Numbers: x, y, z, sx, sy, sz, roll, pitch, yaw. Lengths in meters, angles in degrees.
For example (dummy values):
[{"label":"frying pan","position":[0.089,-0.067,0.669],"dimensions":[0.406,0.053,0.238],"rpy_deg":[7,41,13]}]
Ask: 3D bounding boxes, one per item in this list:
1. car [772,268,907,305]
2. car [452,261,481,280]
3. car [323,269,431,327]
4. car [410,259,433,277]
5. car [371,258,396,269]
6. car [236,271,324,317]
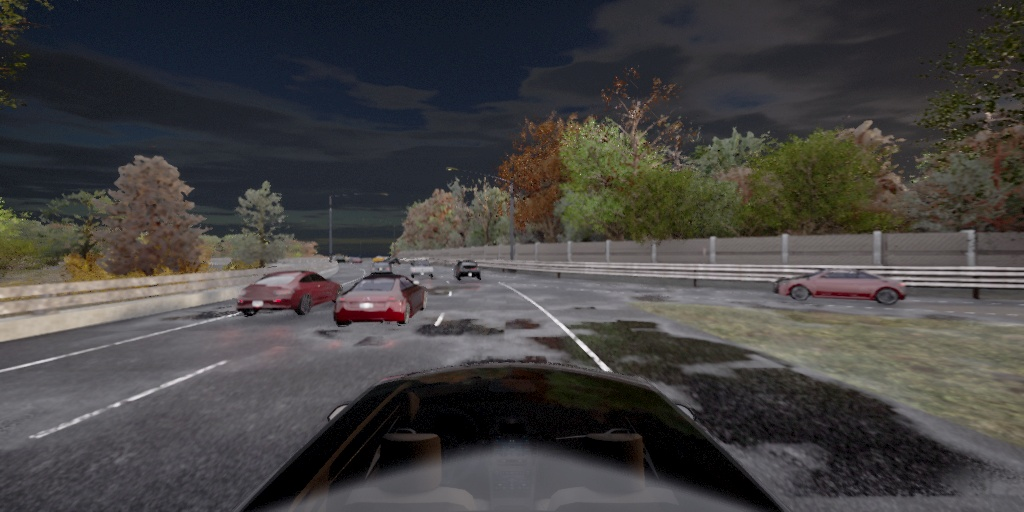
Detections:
[{"label":"car","position":[13.663,1.210,15.273],"dimensions":[4.181,1.385,1.994],"rpy_deg":[0,0,30]},{"label":"car","position":[-3.747,1.135,29.420],"dimensions":[1.837,1.490,4.892],"rpy_deg":[0,0,-14]},{"label":"car","position":[-4.017,1.279,11.520],"dimensions":[1.994,1.385,4.181],"rpy_deg":[0,0,-4]},{"label":"car","position":[-8.337,1.228,32.872],"dimensions":[1.895,1.301,4.718],"rpy_deg":[0,0,-17]},{"label":"car","position":[-12.088,1.184,33.315],"dimensions":[2.033,1.411,5.357],"rpy_deg":[0,0,-18]},{"label":"car","position":[-7.791,1.245,12.984],"dimensions":[1.812,1.442,4.674],"rpy_deg":[0,0,-5]}]
